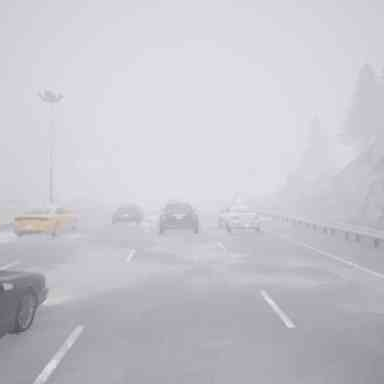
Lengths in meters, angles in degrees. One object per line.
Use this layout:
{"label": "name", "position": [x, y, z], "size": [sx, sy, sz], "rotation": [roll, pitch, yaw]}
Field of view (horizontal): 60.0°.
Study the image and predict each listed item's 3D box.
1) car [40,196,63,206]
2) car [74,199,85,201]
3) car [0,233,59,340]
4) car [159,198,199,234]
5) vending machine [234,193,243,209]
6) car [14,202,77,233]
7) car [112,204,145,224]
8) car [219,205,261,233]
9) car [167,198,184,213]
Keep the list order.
{"label": "car", "position": [-24.293, 1.484, 57.651], "size": [2.128, 1.511, 4.902], "rotation": [0, 0, -3]}
{"label": "car", "position": [-21.075, 1.576, 62.706], "size": [1.895, 1.301, 4.718], "rotation": [0, 0, -3]}
{"label": "car", "position": [-3.501, 1.551, 3.670], "size": [2.033, 1.411, 5.357], "rotation": [0, 0, -1]}
{"label": "car", "position": [-0.791, 1.333, 19.345], "size": [2.097, 1.767, 4.553], "rotation": [0, 0, -3]}
{"label": "vending machine", "position": [6.139, 1.137, 43.827], "size": [1.100, 2.100, 0.880], "rotation": [0, 0, -4]}
{"label": "car", "position": [-7.718, 1.475, 17.987], "size": [1.882, 1.535, 5.008], "rotation": [0, 0, -3]}
{"label": "car", "position": [-4.599, 1.548, 24.433], "size": [1.994, 1.385, 4.181], "rotation": [0, 0, -3]}
{"label": "car", "position": [2.710, 1.500, 19.490], "size": [1.812, 1.442, 4.674], "rotation": [0, 0, -3]}
{"label": "car", "position": [-1.937, 1.469, 38.311], "size": [1.837, 1.490, 4.892], "rotation": [0, 0, -4]}
